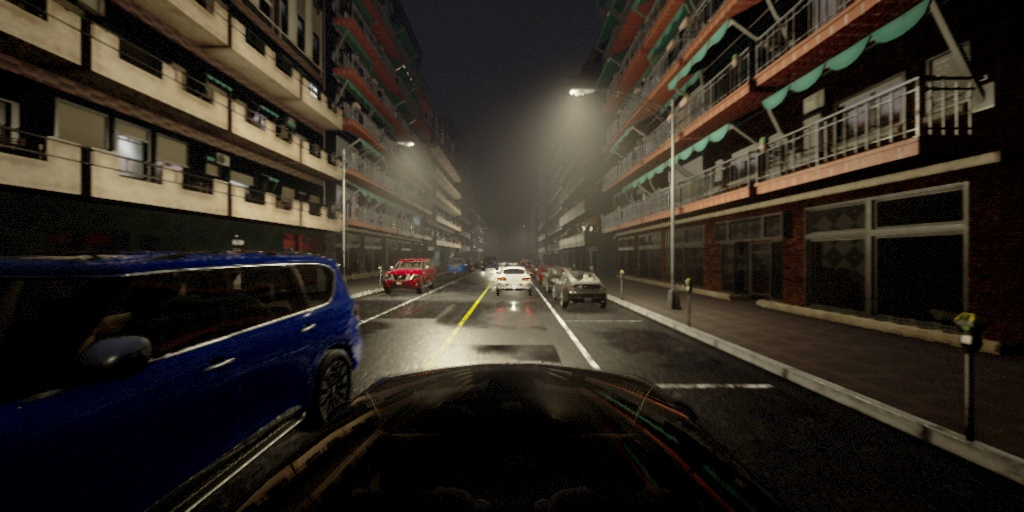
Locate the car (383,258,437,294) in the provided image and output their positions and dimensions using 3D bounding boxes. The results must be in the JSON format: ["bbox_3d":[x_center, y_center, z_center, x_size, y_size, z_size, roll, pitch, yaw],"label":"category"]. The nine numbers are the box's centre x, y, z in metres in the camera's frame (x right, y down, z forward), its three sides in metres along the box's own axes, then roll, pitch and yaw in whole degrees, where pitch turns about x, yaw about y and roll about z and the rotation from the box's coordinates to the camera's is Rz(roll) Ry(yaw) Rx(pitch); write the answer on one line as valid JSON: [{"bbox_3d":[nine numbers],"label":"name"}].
[{"bbox_3d":[-5.686,1.067,20.586,2.192,1.841,5.009,0,0,0],"label":"car"}]

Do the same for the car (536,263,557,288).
[{"bbox_3d":[2.695,1.303,20.564,2.007,1.370,4.403,0,0,0],"label":"car"}]

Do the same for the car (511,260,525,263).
[{"bbox_3d":[0.109,1.363,39.768,1.895,1.301,4.718,0,0,0],"label":"car"}]

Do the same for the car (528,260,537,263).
[{"bbox_3d":[2.697,1.195,31.886,1.967,1.591,4.097,0,0,0],"label":"car"}]

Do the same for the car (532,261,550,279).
[{"bbox_3d":[2.696,1.298,26.226,1.888,1.381,4.507,0,0,0],"label":"car"}]

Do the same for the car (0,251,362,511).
[{"bbox_3d":[-3.099,0.972,2.623,2.150,2.045,5.566,0,0,0],"label":"car"}]

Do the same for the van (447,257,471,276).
[{"bbox_3d":[-5.682,1.100,37.573,1.690,1.789,3.998,0,0,0],"label":"van"}]

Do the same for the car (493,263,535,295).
[{"bbox_3d":[0.104,1.278,19.646,1.812,1.442,4.674,0,0,0],"label":"car"}]

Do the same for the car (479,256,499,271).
[{"bbox_3d":[-2.990,0.994,50.190,2.150,2.045,5.566,0,0,0],"label":"car"}]

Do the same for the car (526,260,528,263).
[{"bbox_3d":[2.698,1.341,37.549,1.802,1.307,4.207,0,0,0],"label":"car"}]

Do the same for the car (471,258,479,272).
[{"bbox_3d":[-5.681,1.084,43.232,2.192,1.841,5.009,0,0,0],"label":"car"}]

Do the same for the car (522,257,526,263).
[{"bbox_3d":[2.701,1.219,48.868,1.967,1.591,4.097,0,0,0],"label":"car"}]

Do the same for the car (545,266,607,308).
[{"bbox_3d":[2.693,1.302,14.901,2.007,1.370,4.403,0,0,0],"label":"car"}]
